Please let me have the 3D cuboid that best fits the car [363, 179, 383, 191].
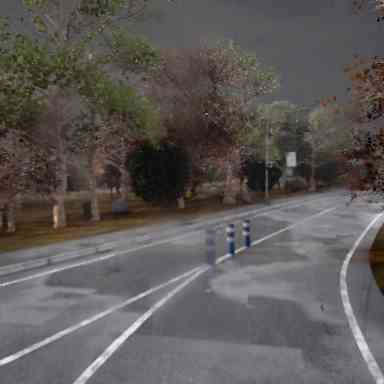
[{"bbox_3d":[23.497,-0.966,42.780,1.837,1.490,4.892,0,4,42],"label":"car"}]
